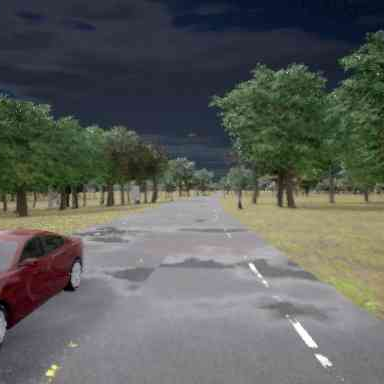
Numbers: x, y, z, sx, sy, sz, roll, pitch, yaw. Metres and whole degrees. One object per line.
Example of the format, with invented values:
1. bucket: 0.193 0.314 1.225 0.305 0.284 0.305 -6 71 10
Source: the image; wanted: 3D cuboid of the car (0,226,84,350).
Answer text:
1. car: -3.569 1.474 6.121 1.882 1.535 5.008 0 0 0
